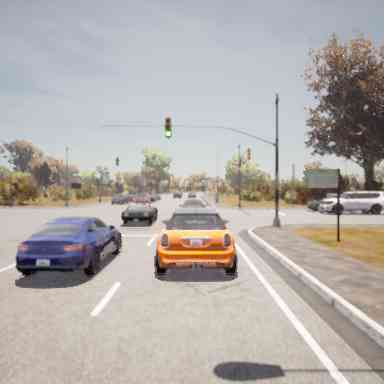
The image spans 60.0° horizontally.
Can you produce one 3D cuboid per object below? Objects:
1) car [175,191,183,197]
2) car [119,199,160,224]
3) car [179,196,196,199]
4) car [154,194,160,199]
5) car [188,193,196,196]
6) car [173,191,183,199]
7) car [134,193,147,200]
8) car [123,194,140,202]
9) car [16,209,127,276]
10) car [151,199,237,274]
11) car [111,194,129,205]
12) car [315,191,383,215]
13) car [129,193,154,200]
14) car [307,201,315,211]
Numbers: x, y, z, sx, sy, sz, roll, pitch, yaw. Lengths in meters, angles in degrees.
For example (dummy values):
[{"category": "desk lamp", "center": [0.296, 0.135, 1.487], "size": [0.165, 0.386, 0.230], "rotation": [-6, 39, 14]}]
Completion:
[{"category": "car", "center": [-3.441, 0.577, 88.800], "size": [1.812, 1.442, 4.674], "rotation": [0, 1, 1]}, {"category": "car", "center": [-3.396, 1.398, 22.447], "size": [1.895, 1.301, 4.718], "rotation": [0, 1, 0]}, {"category": "car", "center": [0.104, 1.289, 24.180], "size": [1.837, 1.490, 4.892], "rotation": [0, 1, 0]}, {"category": "car", "center": [-7.054, 1.100, 55.686], "size": [1.895, 1.301, 4.718], "rotation": [0, 1, 1]}, {"category": "car", "center": [0.017, 0.847, 78.522], "size": [1.994, 1.385, 4.181], "rotation": [0, 1, 0]}, {"category": "car", "center": [-3.483, 0.788, 78.393], "size": [1.837, 1.490, 4.892], "rotation": [0, 1, 0]}, {"category": "car", "center": [-10.489, 0.955, 67.589], "size": [1.994, 1.385, 4.181], "rotation": [0, 1, 0]}, {"category": "car", "center": [-10.520, 1.044, 57.843], "size": [1.994, 1.385, 4.181], "rotation": [0, 1, 2]}, {"category": "car", "center": [-3.397, 1.436, 9.886], "size": [1.812, 1.442, 4.674], "rotation": [0, 0, 0]}, {"category": "car", "center": [0.102, 1.257, 10.386], "size": [2.097, 1.767, 4.553], "rotation": [0, 1, 0]}, {"category": "car", "center": [-10.579, 1.065, 48.961], "size": [1.837, 1.490, 4.892], "rotation": [0, 1, 0]}, {"category": "car", "center": [14.471, 0.951, 29.874], "size": [5.566, 2.045, 2.150], "rotation": [0, 1, 3]}, {"category": "car", "center": [-7.063, 0.932, 46.695], "size": [2.097, 1.767, 4.553], "rotation": [0, 1, -1]}, {"category": "car", "center": [14.091, 1.203, 33.405], "size": [4.892, 1.490, 1.837], "rotation": [0, 1, 3]}]
